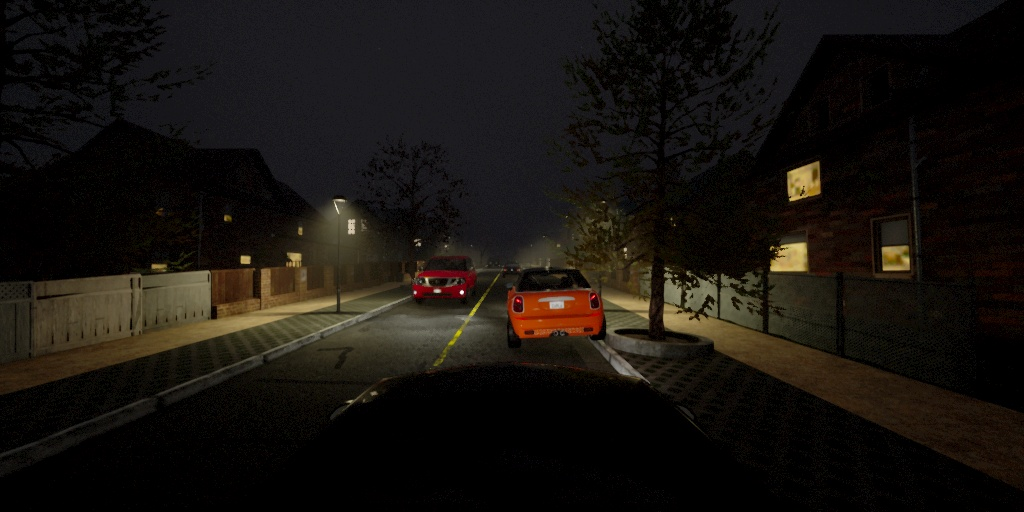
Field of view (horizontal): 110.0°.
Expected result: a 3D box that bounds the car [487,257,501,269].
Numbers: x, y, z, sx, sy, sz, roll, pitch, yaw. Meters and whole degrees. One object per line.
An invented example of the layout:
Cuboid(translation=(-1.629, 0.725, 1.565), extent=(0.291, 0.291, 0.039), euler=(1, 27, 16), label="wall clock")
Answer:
Cuboid(translation=(-2.919, 1.099, 59.237), extent=(2.150, 2.045, 5.566), euler=(0, 0, 0), label="car")

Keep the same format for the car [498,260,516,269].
Cuboid(translation=(0.014, 1.352, 35.721), extent=(2.033, 1.411, 5.357), euler=(0, 0, 0), label="car")

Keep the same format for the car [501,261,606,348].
Cuboid(translation=(0.911, 1.060, 9.443), extent=(2.097, 1.767, 4.553), euler=(-3, -1, 0), label="car")

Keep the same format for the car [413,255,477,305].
Cuboid(translation=(-2.872, 0.991, 16.550), extent=(2.150, 2.045, 5.566), euler=(0, 0, 0), label="car")
